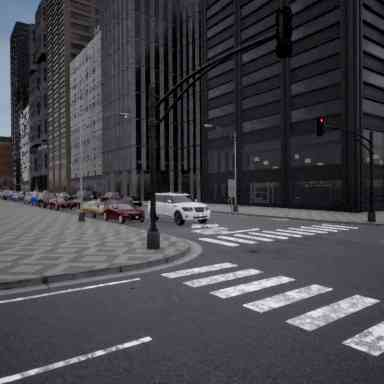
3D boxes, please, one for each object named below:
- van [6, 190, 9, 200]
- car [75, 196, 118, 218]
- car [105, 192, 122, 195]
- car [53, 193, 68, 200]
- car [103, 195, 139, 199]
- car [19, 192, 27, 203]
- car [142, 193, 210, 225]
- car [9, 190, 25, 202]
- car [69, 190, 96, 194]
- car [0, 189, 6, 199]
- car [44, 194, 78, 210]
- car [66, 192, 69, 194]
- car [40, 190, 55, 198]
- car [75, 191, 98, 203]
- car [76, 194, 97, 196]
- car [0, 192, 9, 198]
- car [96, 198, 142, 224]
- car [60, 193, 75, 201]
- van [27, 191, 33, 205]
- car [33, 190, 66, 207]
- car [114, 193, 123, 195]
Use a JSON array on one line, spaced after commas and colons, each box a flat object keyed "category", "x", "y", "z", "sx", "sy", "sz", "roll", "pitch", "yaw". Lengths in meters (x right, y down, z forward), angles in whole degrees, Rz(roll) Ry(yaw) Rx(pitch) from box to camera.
[{"category": "van", "x": -34.708, "y": 0.743, "z": 64.994, "sx": 1.690, "sy": 1.788, "sz": 3.998, "roll": 0, "pitch": 1, "yaw": -36}, {"category": "car", "x": -8.190, "y": 1.351, "z": 28.432, "sx": 1.752, "sy": 1.417, "sz": 4.829, "roll": 0, "pitch": 1, "yaw": -36}, {"category": "car", "x": -11.294, "y": 0.896, "z": 47.231, "sx": 2.192, "sy": 1.841, "sz": 5.009, "roll": 0, "pitch": 1, "yaw": -36}, {"category": "car", "x": -27.806, "y": 0.850, "z": 69.997, "sx": 1.887, "sy": 1.381, "sz": 4.507, "roll": 0, "pitch": 1, "yaw": -36}, {"category": "car", "x": -7.088, "y": 1.326, "z": 31.601, "sx": 2.033, "sy": 1.411, "sz": 5.357, "roll": -1, "pitch": 1, "yaw": -35}, {"category": "car", "x": -24.802, "y": 1.122, "z": 51.336, "sx": 2.008, "sy": 1.369, "sz": 4.403, "roll": 0, "pitch": 1, "yaw": -36}, {"category": "car", "x": -1.077, "y": 1.084, "z": 23.303, "sx": 2.150, "sy": 2.045, "sz": 5.566, "roll": -1, "pitch": 1, "yaw": -36}, {"category": "car", "x": -31.406, "y": 0.900, "z": 60.442, "sx": 1.967, "sy": 1.590, "sz": 4.097, "roll": 0, "pitch": 1, "yaw": -36}, {"category": "car", "x": -15.723, "y": 0.796, "z": 48.847, "sx": 2.150, "sy": 2.045, "sz": 5.566, "roll": -1, "pitch": 1, "yaw": -38}, {"category": "car", "x": -38.011, "y": 0.660, "z": 69.546, "sx": 2.192, "sy": 1.841, "sz": 5.009, "roll": 0, "pitch": 1, "yaw": -36}, {"category": "car", "x": -14.895, "y": 1.273, "z": 37.676, "sx": 1.887, "sy": 1.381, "sz": 4.507, "roll": 0, "pitch": 1, "yaw": -36}, {"category": "car", "x": -21.904, "y": 0.827, "z": 57.301, "sx": 2.097, "sy": 1.767, "sz": 4.553, "roll": -1, "pitch": 1, "yaw": -36}, {"category": "car", "x": -34.409, "y": 0.505, "z": 79.101, "sx": 2.192, "sy": 1.841, "sz": 5.009, "roll": 0, "pitch": 1, "yaw": -36}, {"category": "car", "x": -17.898, "y": 0.790, "z": 56.337, "sx": 2.192, "sy": 1.841, "sz": 5.009, "roll": 0, "pitch": 1, "yaw": -36}, {"category": "car", "x": -12.979, "y": 1.256, "z": 39.749, "sx": 1.994, "sy": 1.385, "sz": 4.181, "roll": -1, "pitch": 1, "yaw": -35}, {"category": "car", "x": -44.616, "y": 0.773, "z": 78.654, "sx": 1.887, "sy": 1.381, "sz": 4.507, "roll": 0, "pitch": 1, "yaw": -36}, {"category": "car", "x": -4.987, "y": 1.415, "z": 24.017, "sx": 1.887, "sy": 1.381, "sz": 4.507, "roll": 0, "pitch": 1, "yaw": -36}, {"category": "car", "x": -24.503, "y": 0.945, "z": 65.445, "sx": 1.802, "sy": 1.307, "sz": 4.206, "roll": 0, "pitch": 1, "yaw": -36}, {"category": "van", "x": -21.499, "y": 0.967, "z": 46.782, "sx": 1.690, "sy": 1.788, "sz": 3.998, "roll": 0, "pitch": 1, "yaw": -36}, {"category": "car", "x": -18.196, "y": 0.993, "z": 42.228, "sx": 2.192, "sy": 1.841, "sz": 5.009, "roll": 0, "pitch": 1, "yaw": -36}, {"category": "car", "x": -7.992, "y": 1.197, "z": 42.680, "sx": 1.947, "sy": 1.339, "sz": 4.313, "roll": 0, "pitch": 1, "yaw": -36}]
